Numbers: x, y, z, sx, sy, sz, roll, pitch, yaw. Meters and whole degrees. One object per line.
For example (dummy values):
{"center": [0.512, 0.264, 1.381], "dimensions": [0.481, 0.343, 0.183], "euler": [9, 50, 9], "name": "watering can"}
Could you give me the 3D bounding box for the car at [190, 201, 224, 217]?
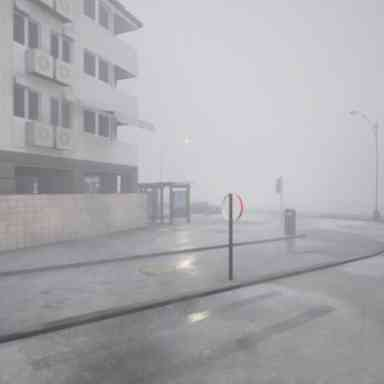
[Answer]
{"center": [1.340, 1.567, 31.372], "dimensions": [1.895, 1.301, 4.718], "euler": [0, 0, -35], "name": "car"}
